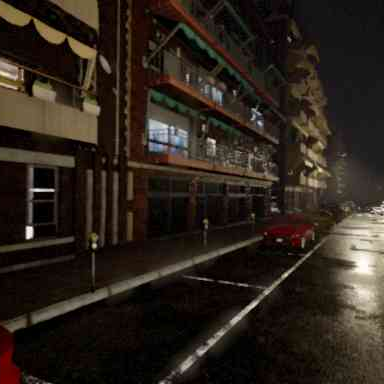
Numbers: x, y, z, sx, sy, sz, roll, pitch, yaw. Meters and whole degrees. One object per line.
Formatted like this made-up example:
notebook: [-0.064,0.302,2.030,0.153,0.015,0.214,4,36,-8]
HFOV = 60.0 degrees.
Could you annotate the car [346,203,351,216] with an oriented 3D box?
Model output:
car: [17.770,2.351,40.347,2.008,1.369,4.403,0,-1,28]

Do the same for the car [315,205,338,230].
car: [9.871,2.010,25.581,1.752,1.417,4.829,0,-1,28]

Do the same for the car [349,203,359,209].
car: [38.618,3.231,79.325,1.947,1.339,4.313,0,-1,28]

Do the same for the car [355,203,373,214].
car: [26.053,2.408,50.114,2.097,1.767,4.553,0,-1,28]

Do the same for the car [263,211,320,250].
car: [4.738,1.827,15.985,1.887,1.381,4.507,0,-1,28]

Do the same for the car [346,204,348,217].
car: [15.164,2.246,35.475,2.008,1.369,4.403,0,-1,28]

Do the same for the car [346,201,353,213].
car: [20.376,2.346,45.220,1.967,1.590,4.097,0,-1,28]

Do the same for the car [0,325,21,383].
car: [-3.080,1.523,1.366,1.887,1.381,4.507,0,-1,28]

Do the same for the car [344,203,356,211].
car: [30.799,2.919,64.708,1.802,1.307,4.206,0,-1,28]

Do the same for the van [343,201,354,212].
van: [28.196,2.569,59.841,1.690,1.788,3.998,0,-1,28]

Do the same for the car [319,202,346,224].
car: [12.558,1.906,30.606,2.192,1.841,5.009,0,-1,28]

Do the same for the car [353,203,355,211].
car: [22.981,2.578,50.091,1.947,1.339,4.313,0,-1,28]

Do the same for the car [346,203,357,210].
car: [33.405,3.028,69.580,1.802,1.307,4.206,0,-1,28]

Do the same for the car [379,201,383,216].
car: [26.702,2.212,44.966,2.150,2.045,5.566,0,-1,28]
